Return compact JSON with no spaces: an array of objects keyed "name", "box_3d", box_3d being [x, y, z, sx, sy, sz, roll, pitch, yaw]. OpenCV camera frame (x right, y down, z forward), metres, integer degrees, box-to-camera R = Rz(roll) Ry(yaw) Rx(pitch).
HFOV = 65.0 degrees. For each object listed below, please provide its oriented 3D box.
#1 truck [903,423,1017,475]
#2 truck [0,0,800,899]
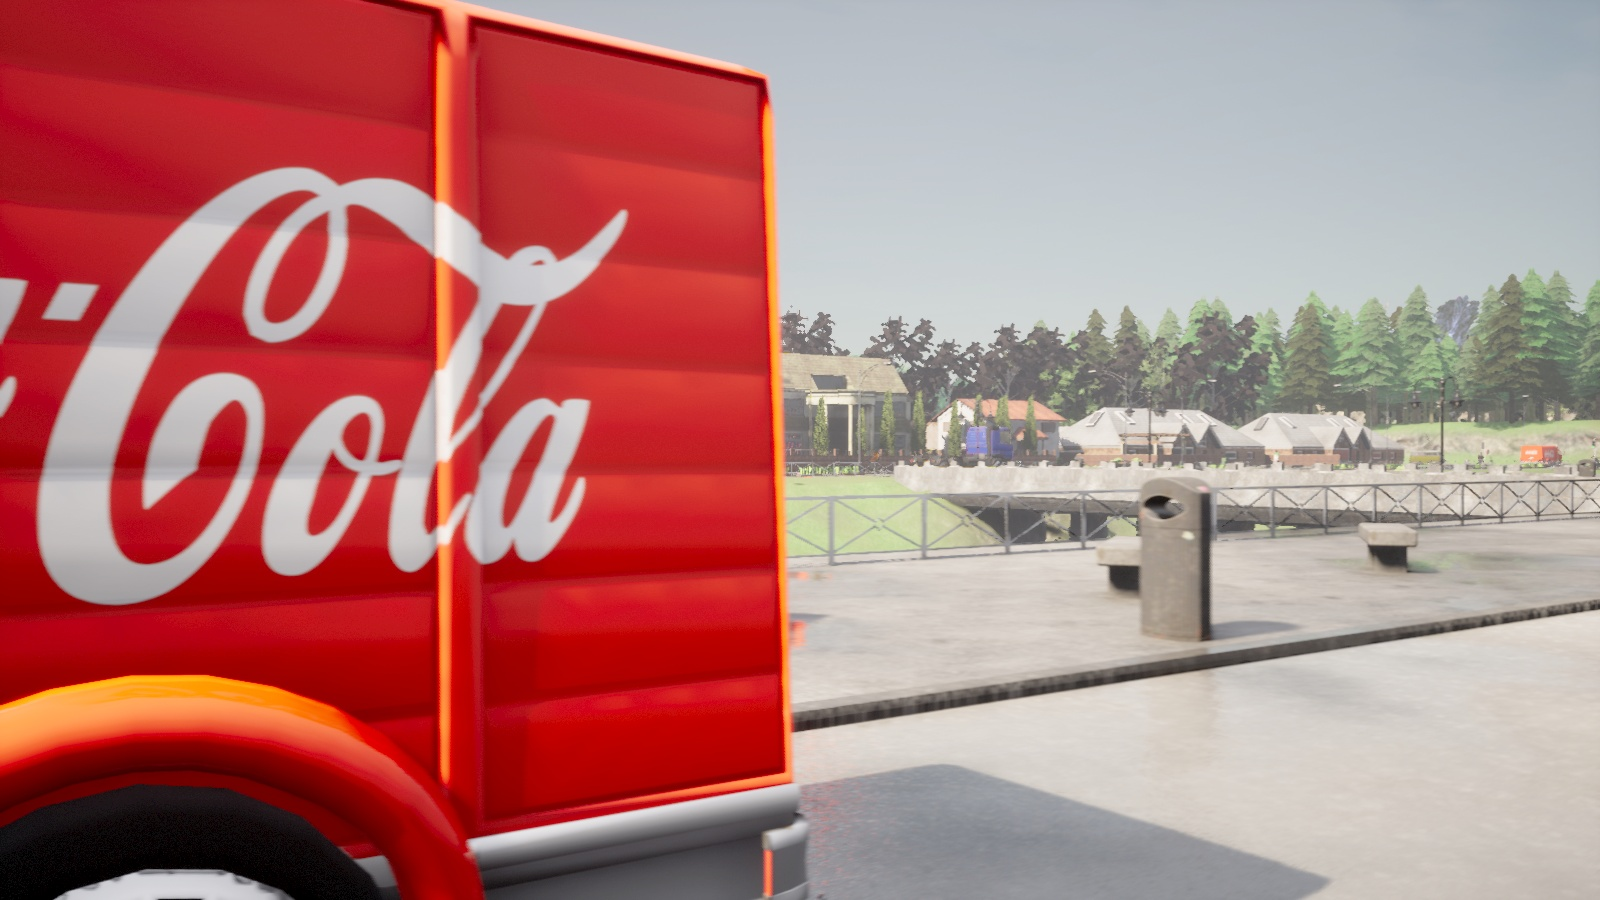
[{"name":"truck","box_3d":[11.146,-0.047,87.187,7.936,3.462,2.891,0,0,-35]},{"name":"truck","box_3d":[-2.888,0.270,2.258,5.204,2.467,2.627,0,0,-35]}]
